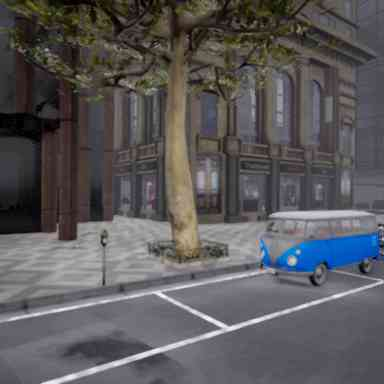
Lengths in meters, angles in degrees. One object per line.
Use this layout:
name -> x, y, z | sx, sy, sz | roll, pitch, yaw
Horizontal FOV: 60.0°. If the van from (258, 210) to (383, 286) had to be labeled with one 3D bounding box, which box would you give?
van -> 3.644, 1.425, 9.363 | 3.998, 1.788, 1.690 | 1, 0, -35
